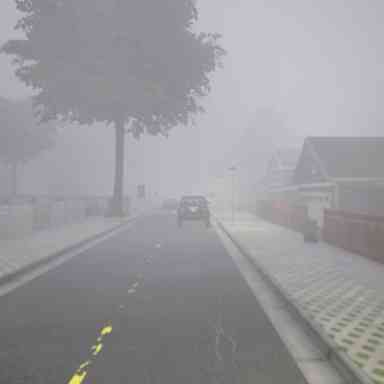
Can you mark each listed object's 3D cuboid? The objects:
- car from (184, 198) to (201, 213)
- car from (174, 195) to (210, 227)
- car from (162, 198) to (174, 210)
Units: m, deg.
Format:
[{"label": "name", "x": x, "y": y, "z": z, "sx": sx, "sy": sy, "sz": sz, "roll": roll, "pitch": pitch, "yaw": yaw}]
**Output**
[{"label": "car", "x": 0.083, "y": 1.495, "z": 38.153, "sx": 1.882, "sy": 1.535, "sz": 5.008, "roll": 0, "pitch": 0, "yaw": 0}, {"label": "car", "x": 0.090, "y": 1.224, "z": 23.152, "sx": 2.150, "sy": 2.045, "sz": 5.566, "roll": 0, "pitch": 0, "yaw": 0}, {"label": "car", "x": -2.809, "y": 1.505, "z": 42.867, "sx": 1.882, "sy": 1.535, "sz": 5.008, "roll": 0, "pitch": 0, "yaw": 1}]
